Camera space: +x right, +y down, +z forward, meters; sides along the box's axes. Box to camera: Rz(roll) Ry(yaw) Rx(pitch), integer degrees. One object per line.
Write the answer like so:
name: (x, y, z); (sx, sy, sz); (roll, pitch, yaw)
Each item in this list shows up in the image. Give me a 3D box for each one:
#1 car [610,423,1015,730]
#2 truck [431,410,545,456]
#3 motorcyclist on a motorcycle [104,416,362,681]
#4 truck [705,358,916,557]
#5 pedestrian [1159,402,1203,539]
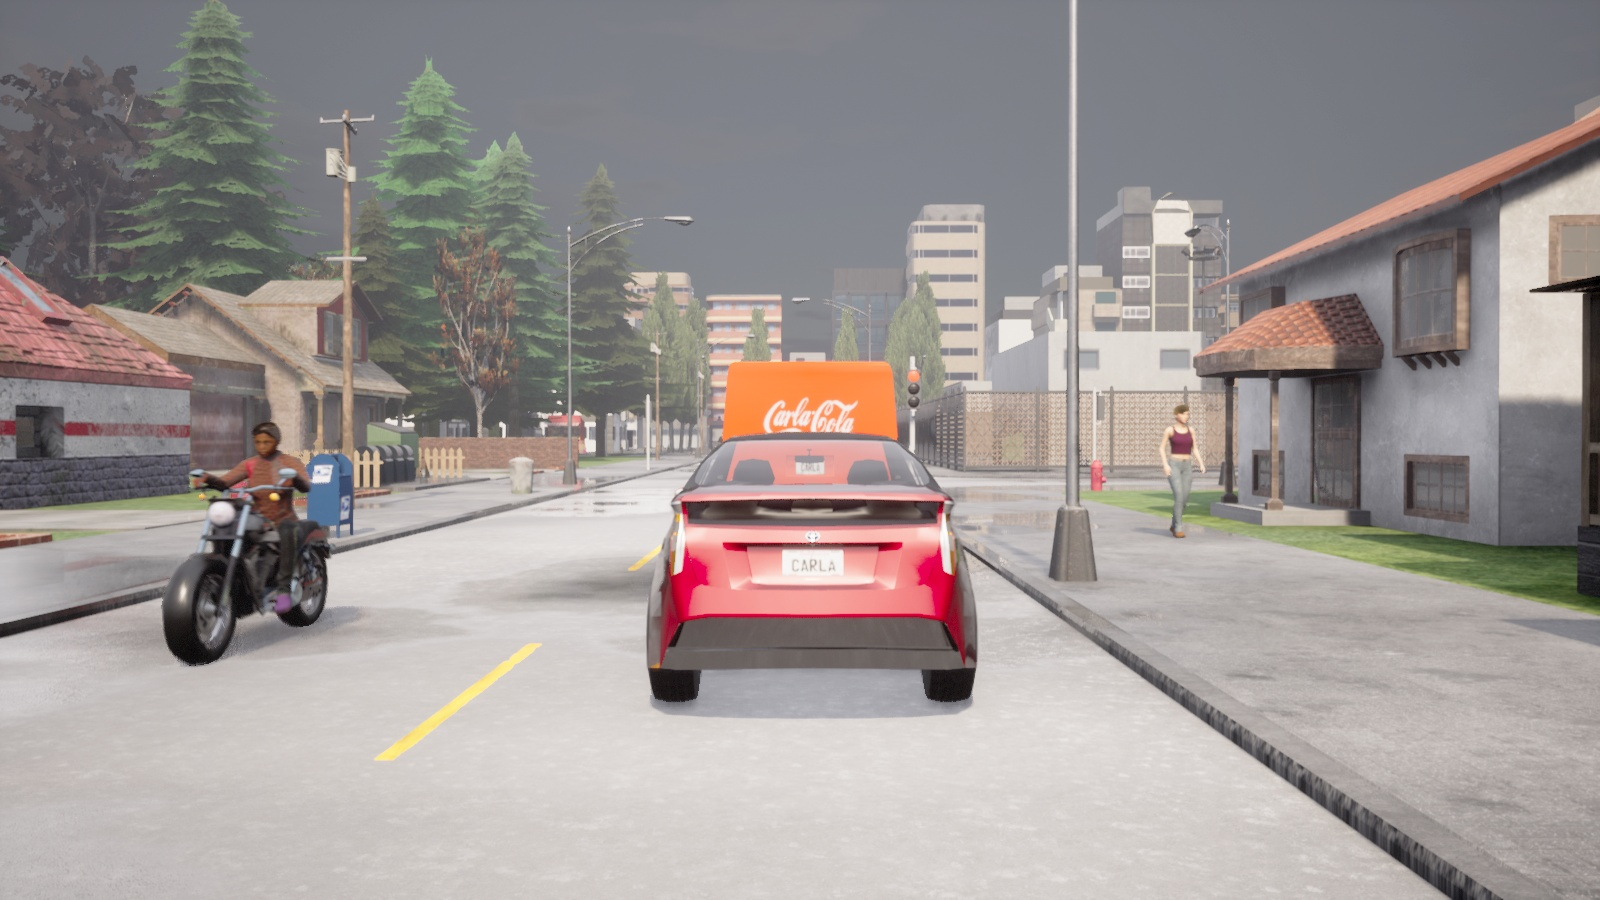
car: (0.066, 0.601, 8.487); (2.007, 1.525, 4.514); (0, 1, 0)
truck: (-23.757, -1.294, 95.777); (7.936, 3.462, 2.891); (0, 1, 2)
motorcyclist on a motorcycle: (-3.936, 0.595, 8.991); (0.766, 1.649, 2.350); (0, 1, 0)
truck: (0.124, 0.062, 18.194); (2.627, 2.467, 5.204); (0, 1, 0)
pedestrian: (5.187, 0.273, 17.109); (0.345, 1.836, 0.594); (0, 1, -10)
